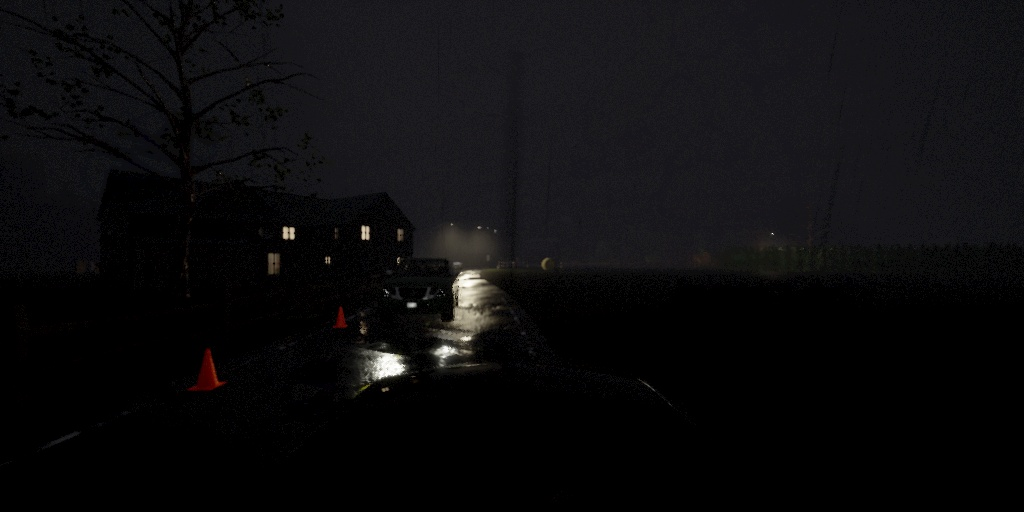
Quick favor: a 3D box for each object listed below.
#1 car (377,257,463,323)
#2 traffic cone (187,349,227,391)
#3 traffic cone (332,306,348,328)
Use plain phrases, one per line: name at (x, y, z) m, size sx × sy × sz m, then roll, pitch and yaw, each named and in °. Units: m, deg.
car at (-3.070, 1.049, 12.852) m, size 2.150 × 2.045 × 5.566 m, roll 0°, pitch 0°, yaw -5°
traffic cone at (-4.714, 1.733, 5.552) m, size 0.340 × 0.580 × 0.340 m, roll 0°, pitch 0°, yaw -2°
traffic cone at (-5.001, 1.767, 10.460) m, size 0.340 × 0.580 × 0.340 m, roll 0°, pitch 0°, yaw -4°
